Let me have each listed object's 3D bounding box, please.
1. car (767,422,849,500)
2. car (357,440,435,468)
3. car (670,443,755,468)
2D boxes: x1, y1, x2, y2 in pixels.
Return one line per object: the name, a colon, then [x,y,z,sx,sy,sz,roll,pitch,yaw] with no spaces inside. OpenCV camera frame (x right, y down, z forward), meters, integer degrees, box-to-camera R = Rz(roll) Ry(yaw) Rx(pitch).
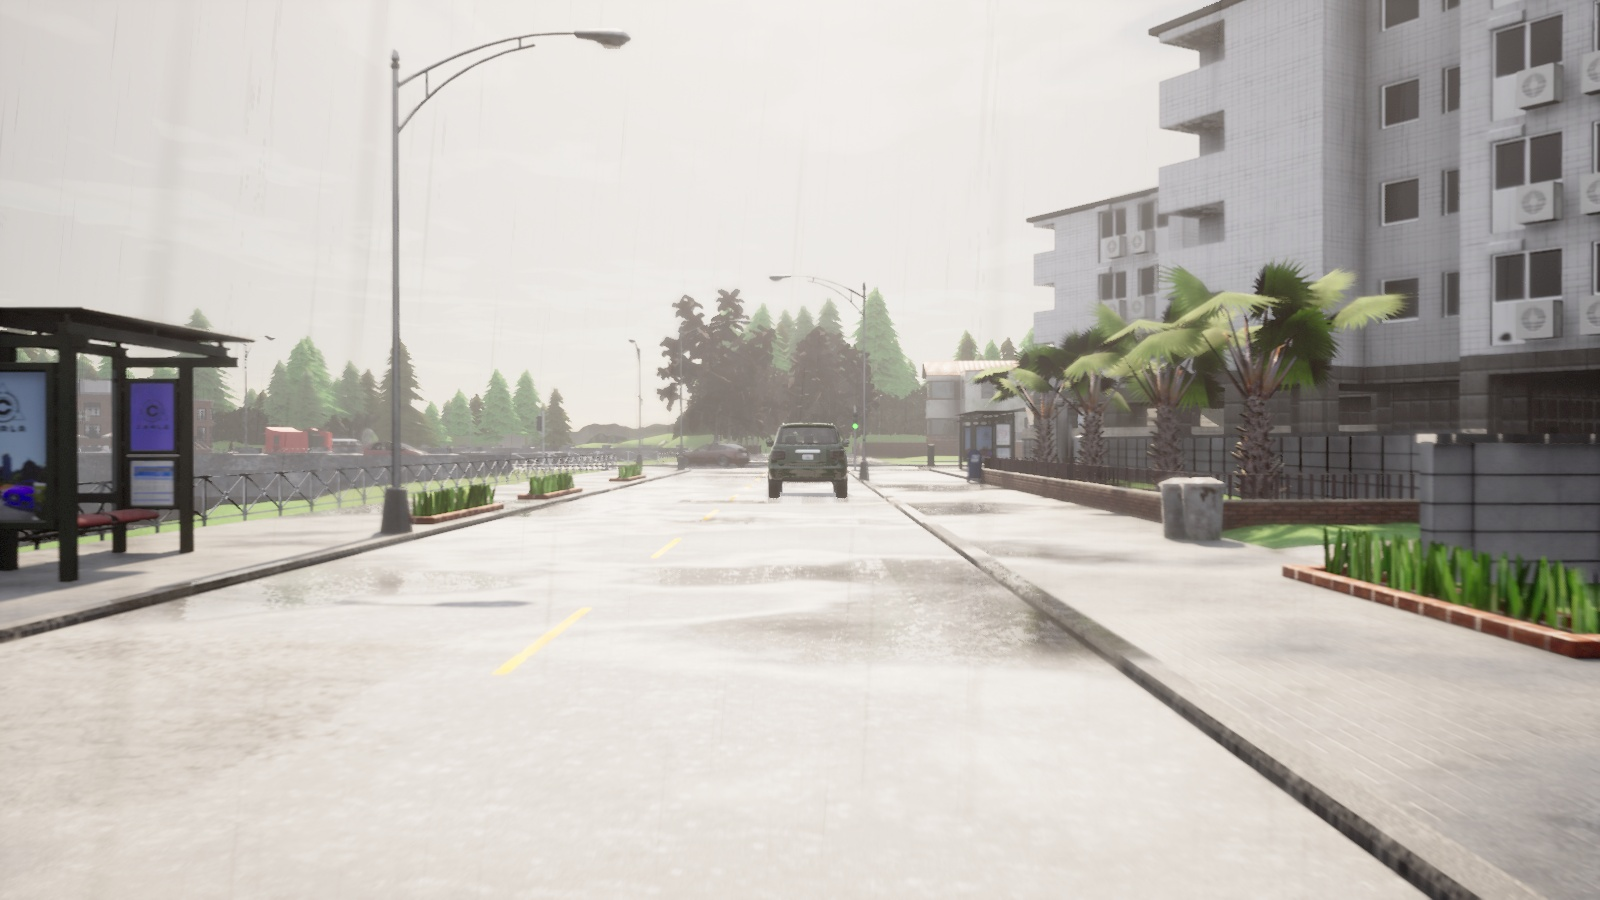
car: [0.222,0.264,35.771,2.150,2.045,5.566,0,0,0]
car: [-23.621,0.211,73.513,3.988,1.617,1.851,0,0,0]
car: [-5.325,0.311,76.475,4.792,1.488,2.163,0,0,32]
